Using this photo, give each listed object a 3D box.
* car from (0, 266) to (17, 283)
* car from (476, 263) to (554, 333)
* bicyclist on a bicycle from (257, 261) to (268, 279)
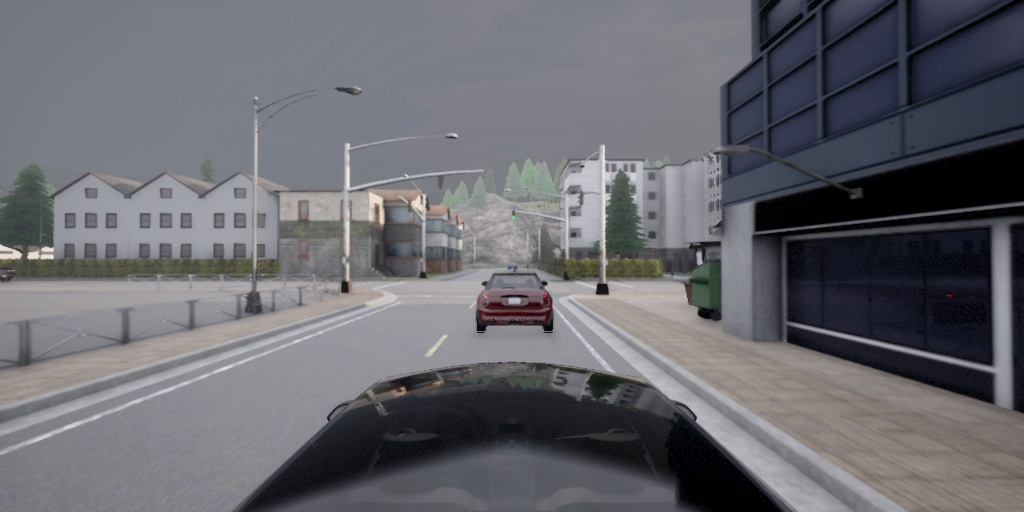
[{"bbox_3d":[-42.170,1.383,28.113,4.902,1.511,2.128,0,-1,0],"label":"car"},{"bbox_3d":[0.087,1.219,11.412,2.097,1.767,4.553,0,-1,0],"label":"car"},{"bbox_3d":[-22.289,1.239,31.913,0.582,1.620,1.656,0,0,0],"label":"bicyclist on a bicycle"}]
